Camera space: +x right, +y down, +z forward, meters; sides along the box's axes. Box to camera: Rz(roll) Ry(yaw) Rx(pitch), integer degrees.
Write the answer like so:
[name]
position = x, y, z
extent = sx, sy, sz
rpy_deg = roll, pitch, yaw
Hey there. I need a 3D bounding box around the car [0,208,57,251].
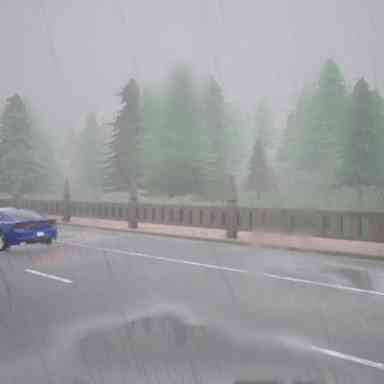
[car]
position = -7.616, 1.382, 13.725
extent = 5.008, 1.535, 1.882
rpy_deg = 0, 0, 36
